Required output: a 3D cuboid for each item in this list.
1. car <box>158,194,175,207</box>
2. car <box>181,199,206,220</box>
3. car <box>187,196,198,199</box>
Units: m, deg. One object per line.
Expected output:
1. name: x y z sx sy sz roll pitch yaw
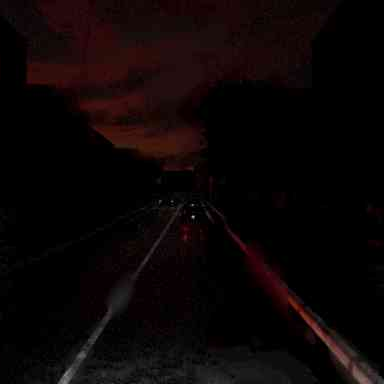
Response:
1. car: -3.383 1.106 45.107 2.097 1.767 4.553 0 1 0
2. car: 0.088 1.550 27.142 1.895 1.301 4.718 0 0 0
3. car: 0.063 1.288 42.839 1.837 1.490 4.892 0 1 0
